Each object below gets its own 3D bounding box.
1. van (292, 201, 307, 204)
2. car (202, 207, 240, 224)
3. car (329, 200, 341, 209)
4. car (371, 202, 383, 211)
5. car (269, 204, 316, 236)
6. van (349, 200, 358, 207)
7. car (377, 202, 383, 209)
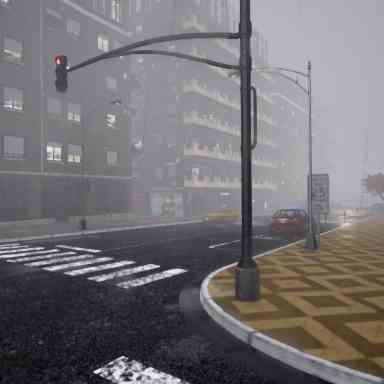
[{"bbox_3d":[15.711,2.173,48.562,1.690,1.788,3.998,-2,-2,35],"label":"van"},{"bbox_3d":[2.655,2.001,29.906,1.752,1.417,4.829,-2,-2,35],"label":"car"},{"bbox_3d":[28.672,2.501,67.074,2.192,1.841,5.009,-2,-2,35],"label":"car"},{"bbox_3d":[32.247,2.582,57.674,1.947,1.339,4.313,-2,-2,35],"label":"car"},{"bbox_3d":[6.324,1.750,20.656,1.967,1.590,4.097,-2,-2,35],"label":"car"},{"bbox_3d":[41.597,2.881,85.609,1.690,1.788,3.998,-2,-2,35],"label":"van"},{"bbox_3d":[38.727,2.744,66.930,2.008,1.369,4.403,-2,-2,35],"label":"car"}]
